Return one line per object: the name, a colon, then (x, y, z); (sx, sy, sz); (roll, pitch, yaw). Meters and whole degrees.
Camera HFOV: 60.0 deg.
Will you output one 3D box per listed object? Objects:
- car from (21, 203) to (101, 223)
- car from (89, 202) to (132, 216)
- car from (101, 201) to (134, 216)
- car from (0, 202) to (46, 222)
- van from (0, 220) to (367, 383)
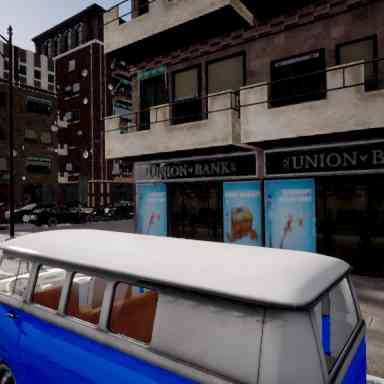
car: (-8.668, 1.584, 22.338); (1.947, 1.339, 4.313); (-2, -1, 36)
car: (-8.799, 1.799, 36.389); (1.947, 1.339, 4.313); (-2, -1, 36)
car: (-6.919, 1.675, 34.563); (2.128, 1.511, 4.902); (-1, -1, 36)
car: (-12.462, 1.636, 26.961); (1.837, 1.490, 4.892); (-1, -1, 36)
van: (-0.491, 1.342, 3.200); (3.998, 1.788, 1.690); (0, -1, 35)
